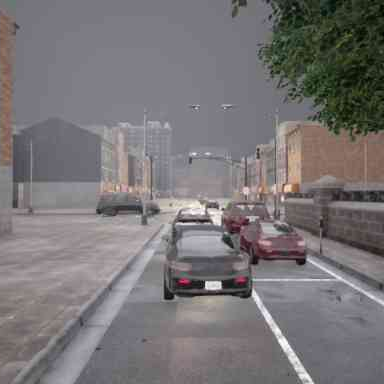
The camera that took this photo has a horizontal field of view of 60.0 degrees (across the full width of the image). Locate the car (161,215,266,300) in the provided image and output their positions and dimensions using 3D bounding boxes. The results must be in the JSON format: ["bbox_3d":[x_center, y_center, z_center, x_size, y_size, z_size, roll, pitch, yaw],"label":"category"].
[{"bbox_3d":[0.224,1.528,8.314,1.812,1.442,4.674,0,0,-4],"label":"car"}]

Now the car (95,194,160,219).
[{"bbox_3d":[-5.583,1.235,29.091,5.566,2.045,2.150,0,0,-9],"label":"car"}]

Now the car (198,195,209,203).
[{"bbox_3d":[2.541,1.644,59.583,1.887,1.381,4.507,1,0,0],"label":"car"}]

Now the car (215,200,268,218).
[{"bbox_3d":[2.619,1.324,16.841,2.192,1.841,5.009,1,0,0],"label":"car"}]

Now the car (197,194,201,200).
[{"bbox_3d":[2.533,1.432,65.021,2.192,1.841,5.009,1,0,0],"label":"car"}]

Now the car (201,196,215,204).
[{"bbox_3d":[2.569,1.599,43.271,1.887,1.381,4.507,1,0,0],"label":"car"}]

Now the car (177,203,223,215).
[{"bbox_3d":[0.050,1.500,15.727,2.128,1.511,4.902,0,0,0],"label":"car"}]

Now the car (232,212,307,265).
[{"bbox_3d":[2.625,1.586,11.392,1.802,1.307,4.206,1,0,0],"label":"car"}]
